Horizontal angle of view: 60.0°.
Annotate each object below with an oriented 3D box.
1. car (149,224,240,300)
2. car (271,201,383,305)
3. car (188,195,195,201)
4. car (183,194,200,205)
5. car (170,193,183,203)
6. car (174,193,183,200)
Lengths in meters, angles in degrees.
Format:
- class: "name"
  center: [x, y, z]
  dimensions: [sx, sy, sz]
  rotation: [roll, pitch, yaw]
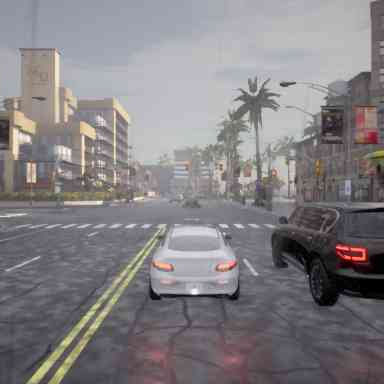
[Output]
- class: "car"
  center: [0.058, 1.526, 8.250]
  dimensions: [1.812, 1.442, 4.674]
  rotation: [0, 0, 0]
- class: "car"
  center: [3.556, 1.221, 8.194]
  dimensions: [2.150, 2.045, 5.566]
  rotation: [0, 0, 0]
- class: "car"
  center: [-0.130, 1.552, 88.388]
  dimensions: [1.994, 1.385, 4.181]
  rotation: [0, 0, 0]
- class: "car"
  center: [-0.052, 1.491, 58.030]
  dimensions: [2.128, 1.511, 4.902]
  rotation: [0, 0, 1]
- class: "car"
  center: [-3.603, 1.552, 71.224]
  dimensions: [1.994, 1.385, 4.181]
  rotation: [0, 0, 0]
- class: "car"
  center: [-3.637, 1.224, 91.771]
  dimensions: [2.150, 2.045, 5.566]
  rotation: [0, 0, 0]
